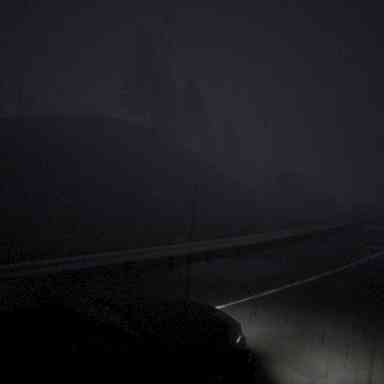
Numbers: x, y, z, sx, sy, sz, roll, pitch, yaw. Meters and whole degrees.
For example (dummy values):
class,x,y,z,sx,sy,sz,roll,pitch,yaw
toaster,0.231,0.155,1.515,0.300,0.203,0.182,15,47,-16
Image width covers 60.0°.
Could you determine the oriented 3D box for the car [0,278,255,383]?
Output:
class,x,y,z,sx,sy,sz,roll,pitch,yaw
car,-1.511,1.536,2.853,4.674,1.442,1.812,0,0,-37
